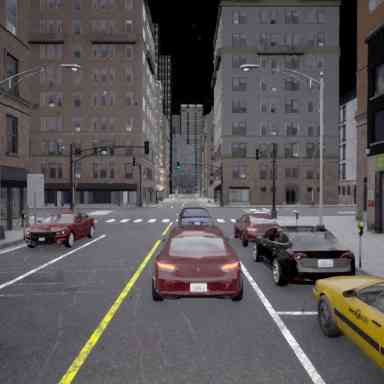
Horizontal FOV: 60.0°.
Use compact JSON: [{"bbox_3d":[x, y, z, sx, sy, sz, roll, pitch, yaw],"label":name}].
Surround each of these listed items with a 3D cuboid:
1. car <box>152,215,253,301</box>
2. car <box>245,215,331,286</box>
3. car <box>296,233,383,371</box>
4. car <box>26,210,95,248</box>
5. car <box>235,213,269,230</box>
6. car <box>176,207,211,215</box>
[{"bbox_3d":[0.102,1.523,8.186,1.812,1.442,4.674,0,0,0],"label":"car"},{"bbox_3d":[2.870,1.563,9.217,1.947,1.339,4.313,-1,0,0],"label":"car"},{"bbox_3d":[2.867,1.524,3.801,1.752,1.417,4.829,-1,0,0],"label":"car"},{"bbox_3d":[-5.672,1.540,14.804,1.887,1.381,4.507,-1,0,0],"label":"car"},{"bbox_3d":[2.873,1.577,14.803,1.802,1.307,4.206,-1,0,0],"label":"car"},{"bbox_3d":[0.136,1.542,18.411,2.033,1.411,5.357,0,0,-2],"label":"car"}]
